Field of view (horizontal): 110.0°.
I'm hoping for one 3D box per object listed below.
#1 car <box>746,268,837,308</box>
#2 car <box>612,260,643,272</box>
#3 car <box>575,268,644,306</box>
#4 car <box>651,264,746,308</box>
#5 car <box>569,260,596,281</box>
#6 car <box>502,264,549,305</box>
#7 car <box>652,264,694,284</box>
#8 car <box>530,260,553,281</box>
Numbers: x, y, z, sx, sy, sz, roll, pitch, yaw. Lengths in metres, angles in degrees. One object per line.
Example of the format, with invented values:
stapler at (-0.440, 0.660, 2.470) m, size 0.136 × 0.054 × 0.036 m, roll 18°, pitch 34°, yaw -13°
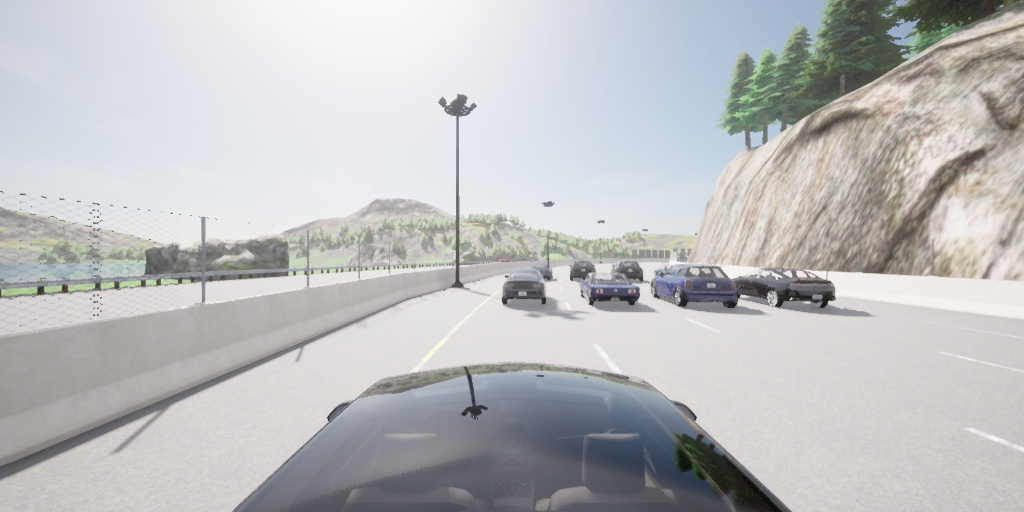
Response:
car at (11.071, 1.245, 15.170) m, size 2.128 × 1.511 × 4.902 m, roll 0°, pitch 0°, yaw 5°
car at (9.323, 1.116, 29.296) m, size 2.097 × 1.767 × 4.553 m, roll 0°, pitch 0°, yaw 10°
car at (4.098, 1.366, 15.783) m, size 1.895 × 1.301 × 4.718 m, roll 0°, pitch 0°, yaw 5°
car at (7.580, 1.116, 15.432) m, size 2.097 × 1.767 × 4.553 m, roll 0°, pitch 0°, yaw 5°
car at (5.871, 1.116, 29.878) m, size 2.097 × 1.767 × 4.553 m, roll 0°, pitch 0°, yaw 10°
car at (0.607, 1.283, 16.045) m, size 1.812 × 1.442 × 4.674 m, roll 0°, pitch 0°, yaw 5°
car at (12.784, 1.366, 28.774) m, size 1.895 × 1.301 × 4.718 m, roll 0°, pitch 0°, yaw 10°
car at (2.425, 1.322, 30.489) m, size 1.994 × 1.385 × 4.181 m, roll 0°, pitch 0°, yaw 10°
